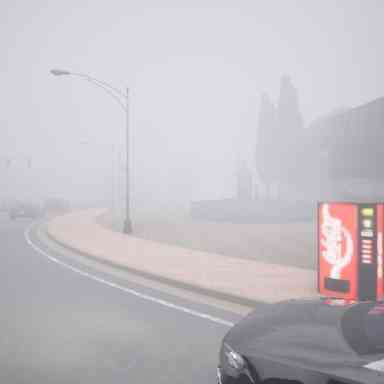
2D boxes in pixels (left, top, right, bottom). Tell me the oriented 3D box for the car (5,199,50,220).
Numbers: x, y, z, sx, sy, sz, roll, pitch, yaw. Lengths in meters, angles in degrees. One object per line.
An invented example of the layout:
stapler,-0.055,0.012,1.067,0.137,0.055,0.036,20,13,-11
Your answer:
car,-13.739,1.564,28.061,1.994,1.385,4.181,0,0,-11

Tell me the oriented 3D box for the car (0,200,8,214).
car,-18.463,1.547,34.299,2.033,1.411,5.357,0,0,-7

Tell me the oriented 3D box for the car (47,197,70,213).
car,-15.215,1.352,37.419,2.097,1.767,4.553,0,0,-8

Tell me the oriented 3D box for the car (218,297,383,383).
car,2.511,1.493,2.410,4.902,1.511,2.128,0,0,34
